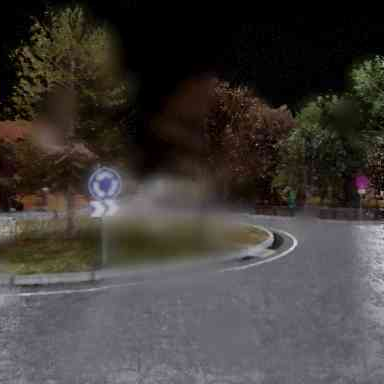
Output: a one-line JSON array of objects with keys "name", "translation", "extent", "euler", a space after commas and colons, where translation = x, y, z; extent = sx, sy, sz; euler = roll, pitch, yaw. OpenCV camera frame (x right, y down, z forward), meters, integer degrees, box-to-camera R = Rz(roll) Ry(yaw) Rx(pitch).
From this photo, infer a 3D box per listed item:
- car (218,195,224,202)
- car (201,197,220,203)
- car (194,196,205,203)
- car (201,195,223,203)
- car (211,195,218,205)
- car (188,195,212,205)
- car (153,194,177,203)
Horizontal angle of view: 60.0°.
[{"name": "car", "translation": [6.248, 1.951, 85.034], "extent": [4.553, 1.767, 2.185], "euler": [0, 0, -8]}, {"name": "car", "translation": [5.189, 2.163, 93.446], "extent": [4.892, 1.521, 2.231], "euler": [0, -1, -8]}, {"name": "car", "translation": [1.787, 1.873, 81.847], "extent": [2.097, 1.767, 4.553], "euler": [0, -1, -8]}, {"name": "car", "translation": [5.515, 1.887, 90.768], "extent": [5.566, 2.045, 2.435], "euler": [0, -1, -8]}, {"name": "car", "translation": [3.400, 1.766, 69.827], "extent": [2.097, 1.767, 4.553], "euler": [0, -1, -8]}, {"name": "car", "translation": [1.492, 1.807, 62.926], "extent": [2.128, 1.511, 4.902], "euler": [0, -1, -18]}, {"name": "car", "translation": [-6.543, 1.772, 86.089], "extent": [5.566, 2.045, 2.435], "euler": [0, -1, -8]}]
